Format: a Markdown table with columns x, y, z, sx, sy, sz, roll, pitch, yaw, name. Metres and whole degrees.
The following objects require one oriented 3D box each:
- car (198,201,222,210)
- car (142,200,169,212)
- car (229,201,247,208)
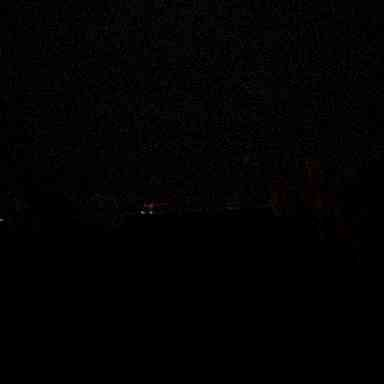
| x | y | z | sx | sy | sz | roll | pitch | yaw | name |
| --- | --- | --- | --- | --- | --- | --- | --- | --- | --- |
| 3.107 | 2.307 | 57.519 | 2.033 | 1.411 | 5.357 | -2 | -2 | 36 | car |
| -5.606 | 2.092 | 51.676 | 2.097 | 1.767 | 4.553 | -2 | -2 | 36 | car |
| 9.198 | 2.478 | 66.016 | 1.895 | 1.301 | 4.718 | -2 | -2 | 36 | car |
